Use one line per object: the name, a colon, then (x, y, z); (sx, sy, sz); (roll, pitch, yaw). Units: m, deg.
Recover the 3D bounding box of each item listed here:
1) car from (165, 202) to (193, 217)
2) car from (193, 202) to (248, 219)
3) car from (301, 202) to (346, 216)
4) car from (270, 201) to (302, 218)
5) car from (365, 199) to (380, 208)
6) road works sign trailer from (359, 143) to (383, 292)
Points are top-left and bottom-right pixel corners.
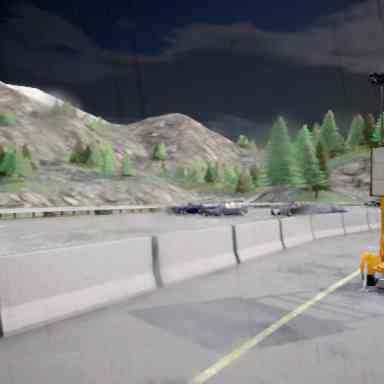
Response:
car: (-0.345, 1.622, 32.075); (4.718, 1.301, 1.895); (1, 0, -44)
car: (2.955, 1.603, 30.416); (5.357, 1.411, 2.033); (1, 0, -44)
car: (11.806, 1.676, 29.055); (4.674, 1.442, 1.812); (1, 0, -42)
car: (9.389, 1.618, 31.570); (4.902, 1.511, 2.128); (1, 0, -42)
car: (31.507, 1.880, 56.612); (4.902, 1.511, 2.128); (1, 0, -31)
road works sign trailer: (5.676, 0.530, 8.033); (2.380, 3.560, 2.880); (1, 0, 43)
